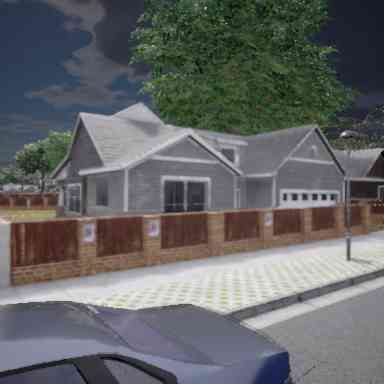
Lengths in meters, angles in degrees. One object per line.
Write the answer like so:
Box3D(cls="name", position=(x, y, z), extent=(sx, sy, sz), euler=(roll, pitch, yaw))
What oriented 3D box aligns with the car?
Box3D(cls="car", position=(-1.628, 1.549, 1.883), extent=(5.357, 1.411, 2.033), euler=(0, 0, -35))
